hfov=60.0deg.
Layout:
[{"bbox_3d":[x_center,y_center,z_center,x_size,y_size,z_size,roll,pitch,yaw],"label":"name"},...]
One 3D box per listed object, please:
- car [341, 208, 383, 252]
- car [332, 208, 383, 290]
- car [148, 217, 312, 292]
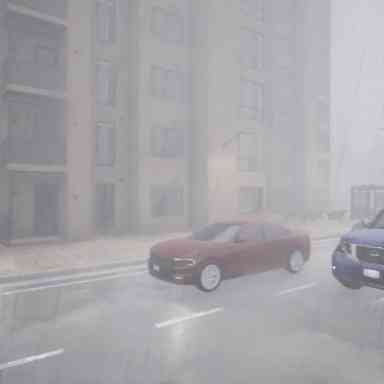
[{"bbox_3d":[8.937,1.529,14.656,4.902,1.511,2.128,0,0,-35],"label":"car"},{"bbox_3d":[5.758,1.244,8.101,5.566,2.045,2.150,0,0,-35],"label":"car"},{"bbox_3d":[1.209,1.492,9.154,5.008,1.535,1.882,0,0,-36],"label":"car"}]
